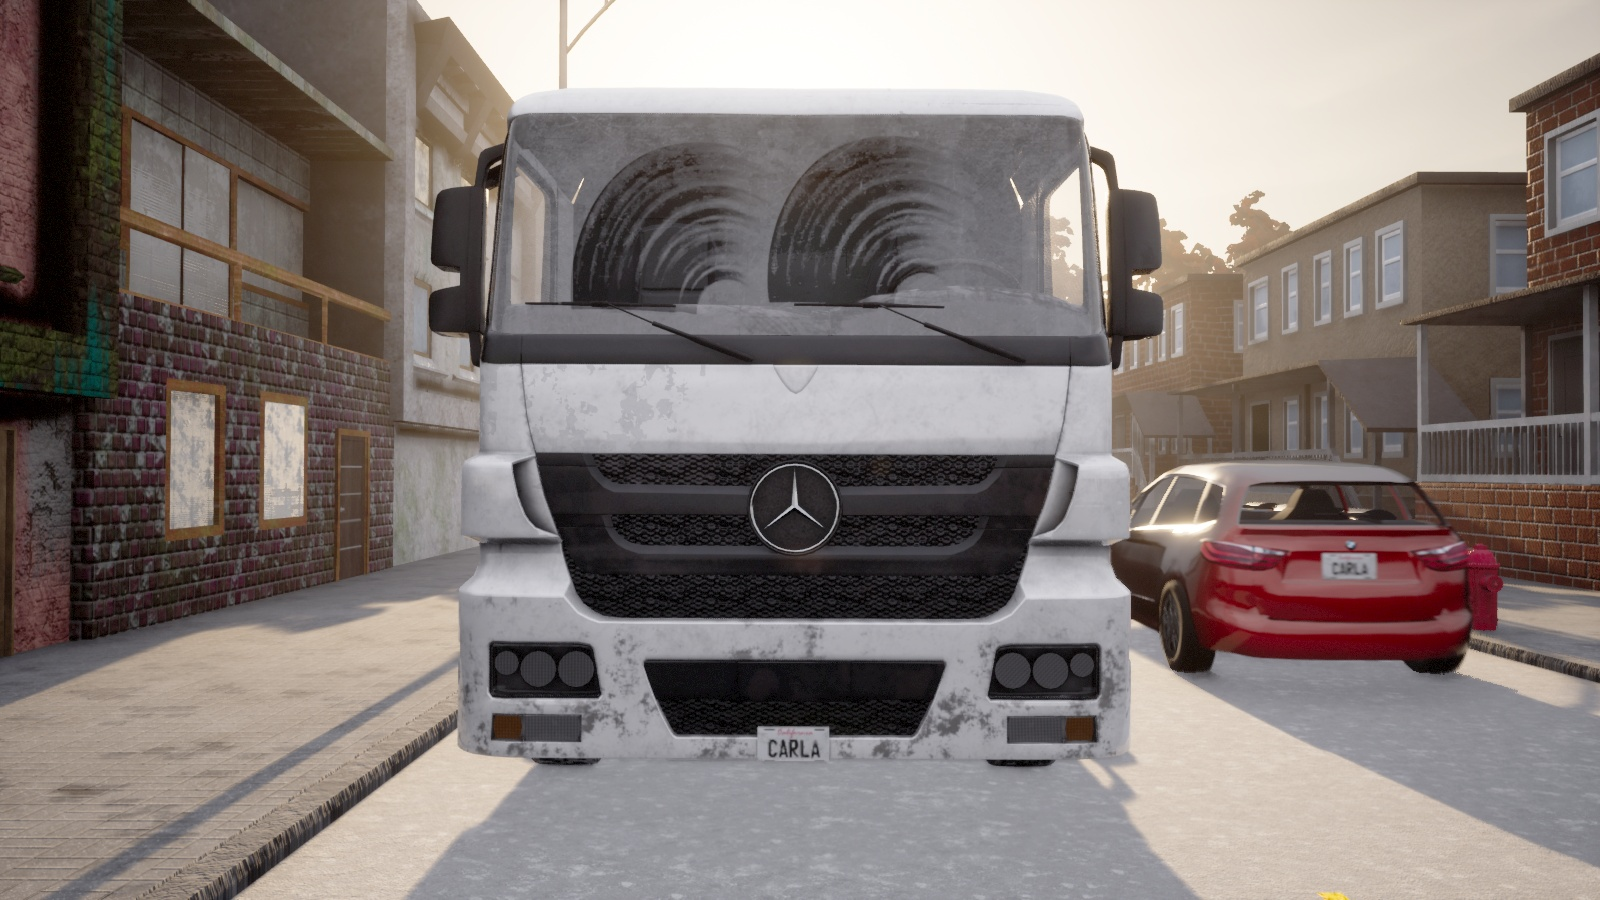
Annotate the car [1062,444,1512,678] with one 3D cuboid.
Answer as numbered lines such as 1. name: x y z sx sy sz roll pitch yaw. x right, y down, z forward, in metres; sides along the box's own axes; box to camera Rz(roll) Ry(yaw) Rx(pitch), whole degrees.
1. car: 3.971 0.833 11.311 2.242 1.667 4.611 0 -1 0

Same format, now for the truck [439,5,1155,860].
1. truck: -0.025 -0.015 9.072 2.891 3.462 7.936 0 -1 0
